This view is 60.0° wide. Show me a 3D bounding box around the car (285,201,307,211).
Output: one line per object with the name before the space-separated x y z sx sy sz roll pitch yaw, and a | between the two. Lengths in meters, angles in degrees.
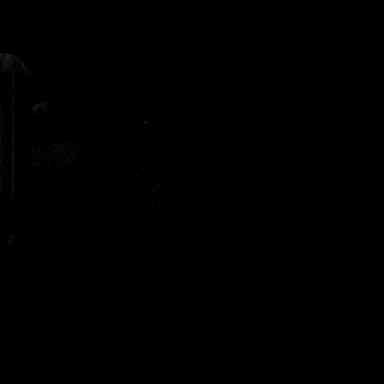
car | 15.333 2.043 49.092 2.033 1.411 5.357 1 0 36
